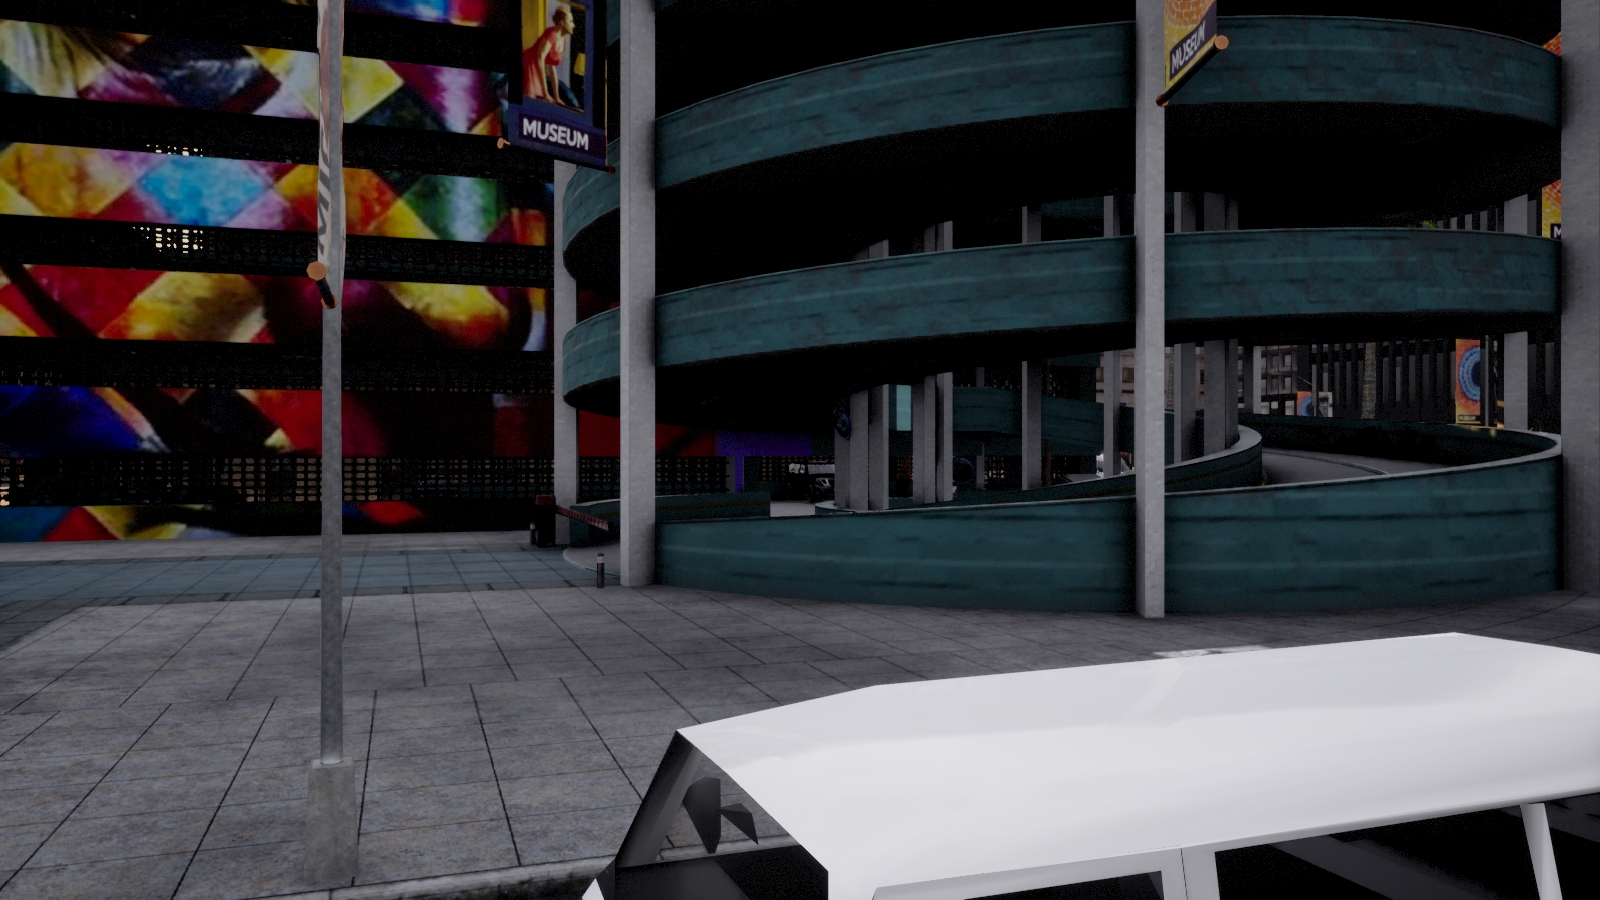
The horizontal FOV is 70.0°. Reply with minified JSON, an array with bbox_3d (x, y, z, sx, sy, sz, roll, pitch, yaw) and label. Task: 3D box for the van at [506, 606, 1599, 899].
[{"bbox_3d":[1.425,1.783,3.850,4.480,2.038,2.069,0,0,-21],"label":"van"}]
